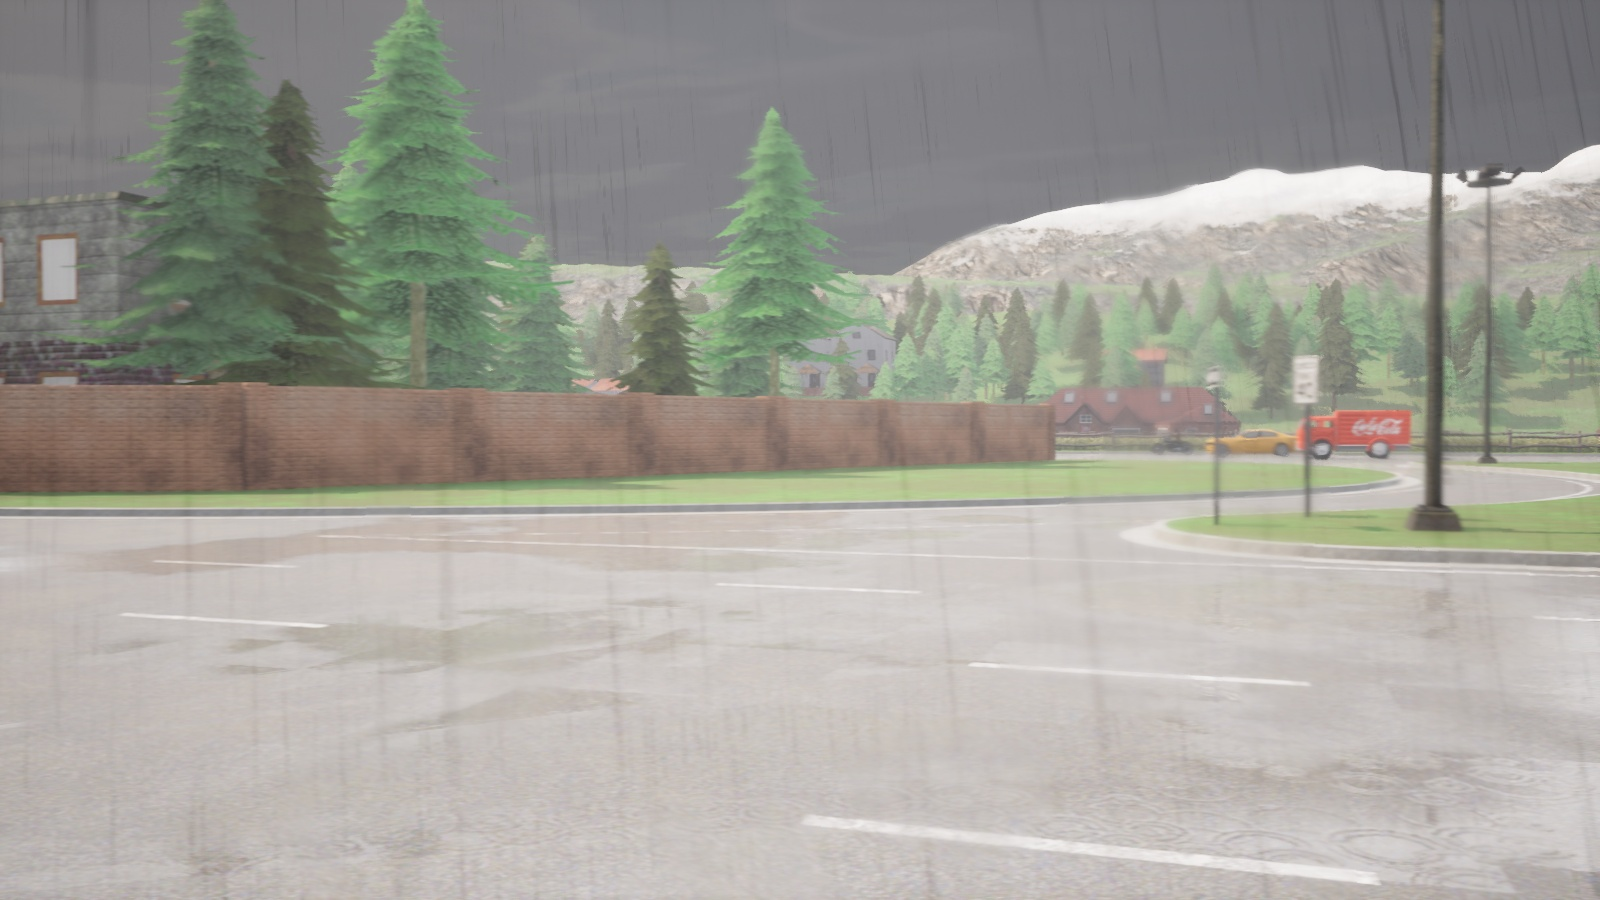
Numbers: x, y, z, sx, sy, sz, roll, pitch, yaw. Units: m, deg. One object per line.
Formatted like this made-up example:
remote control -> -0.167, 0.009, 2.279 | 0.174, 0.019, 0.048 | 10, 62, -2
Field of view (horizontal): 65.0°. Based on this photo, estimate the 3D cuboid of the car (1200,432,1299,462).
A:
car -> 24.440, -0.198, 68.442 | 5.008, 1.535, 1.882 | 1, 1, 19

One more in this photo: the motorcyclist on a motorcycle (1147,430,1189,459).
motorcyclist on a motorcycle -> 21.438, -0.323, 73.156 | 2.350, 1.649, 0.766 | 0, 1, 19

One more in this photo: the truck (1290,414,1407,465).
truck -> 27.707, -0.561, 63.630 | 5.204, 2.467, 2.627 | 1, 1, 19
